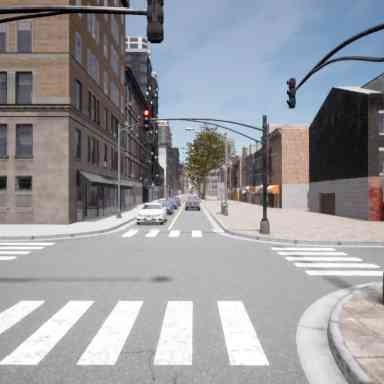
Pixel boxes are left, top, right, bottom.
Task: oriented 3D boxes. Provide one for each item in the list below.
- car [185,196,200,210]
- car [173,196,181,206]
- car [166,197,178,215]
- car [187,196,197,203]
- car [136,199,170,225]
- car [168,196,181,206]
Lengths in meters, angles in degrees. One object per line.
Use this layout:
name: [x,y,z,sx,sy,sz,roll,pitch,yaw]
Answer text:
car: [0.085,1.529,42.583,2.033,1.411,5.357,0,0,0]
car: [-2.833,1.507,43.676,1.812,1.442,4.674,0,0,0]
car: [-2.860,1.531,33.962,2.033,1.411,5.357,0,0,0]
car: [0.082,1.547,69.286,1.994,1.385,4.181,0,0,0]
car: [-2.857,1.515,24.352,1.812,1.442,4.674,0,0,0]
car: [-2.821,1.485,53.767,1.837,1.490,4.892,0,0,0]
